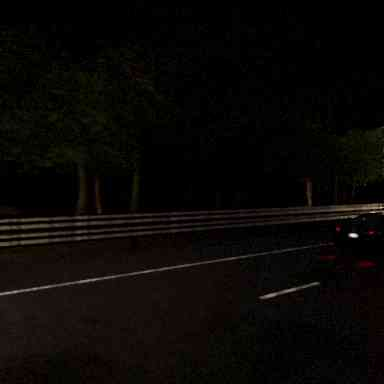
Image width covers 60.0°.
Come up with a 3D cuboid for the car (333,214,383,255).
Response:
[{"bbox_3d":[7.599,1.578,13.446,4.181,1.385,1.994,0,0,-35],"label":"car"}]
